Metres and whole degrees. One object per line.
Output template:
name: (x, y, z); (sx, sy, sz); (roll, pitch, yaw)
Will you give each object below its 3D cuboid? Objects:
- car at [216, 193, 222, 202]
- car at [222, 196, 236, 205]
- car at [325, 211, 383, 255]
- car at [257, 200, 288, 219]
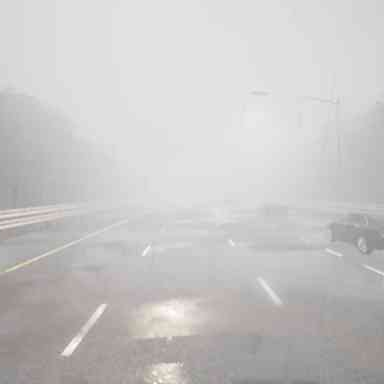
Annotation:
car: (7.124, 1.573, 76.700); (1.812, 1.442, 4.674); (0, 0, 0)
car: (7.065, 1.557, 61.565); (1.812, 1.442, 4.674); (0, 0, 0)
car: (7.008, 1.507, 13.319); (1.837, 1.490, 4.892); (0, 0, 0)
car: (7.016, 1.497, 29.502); (1.882, 1.535, 5.008); (0, 0, 0)
